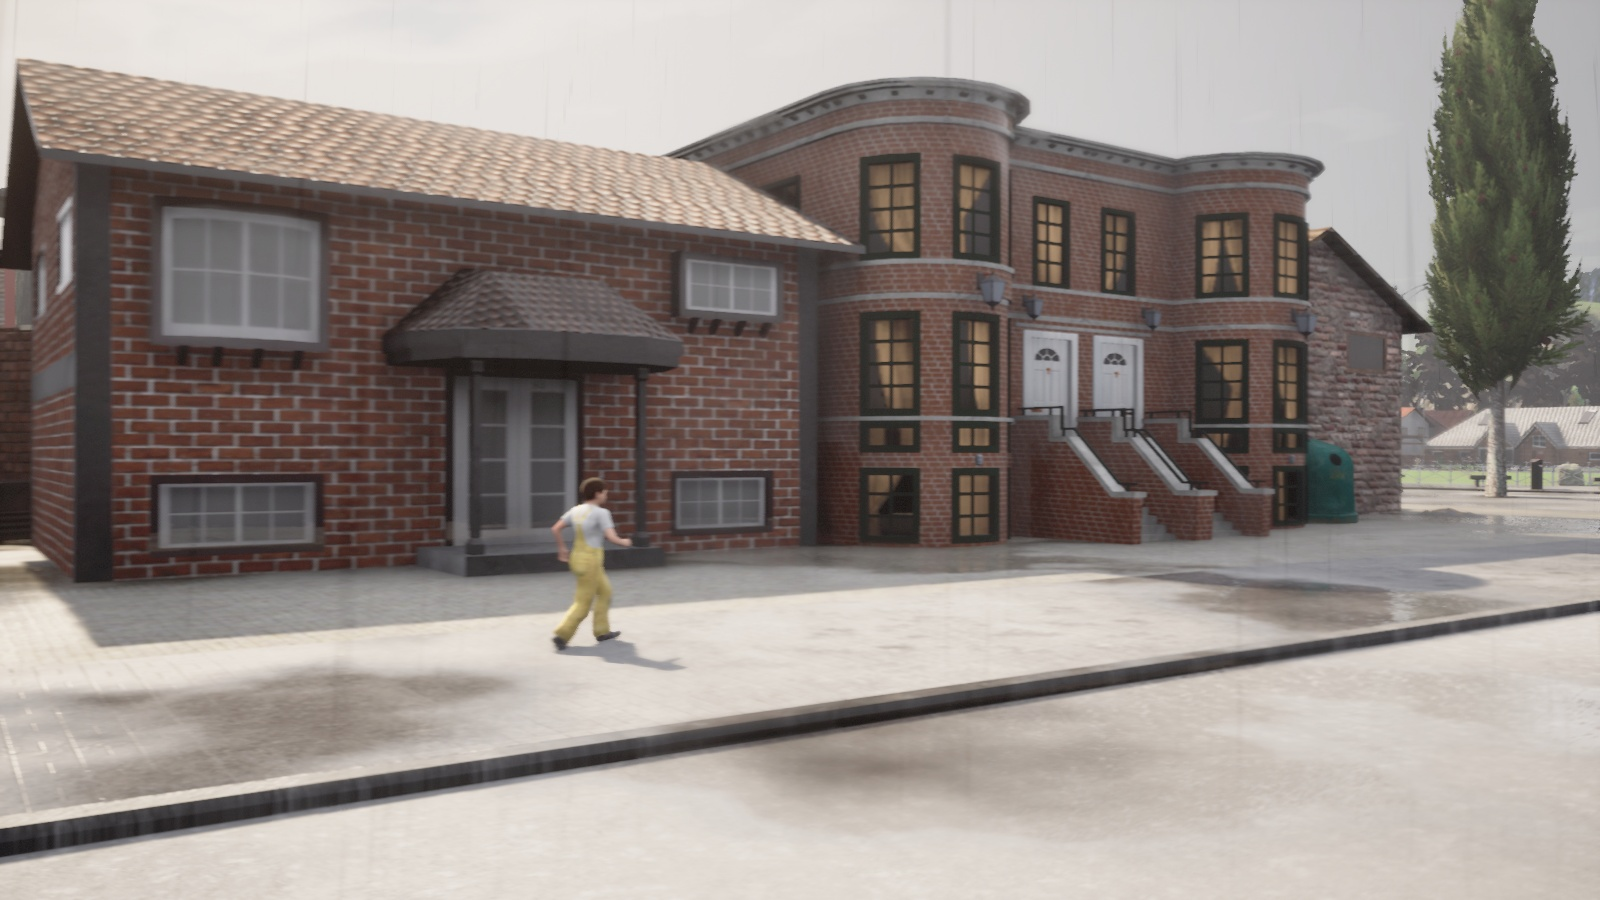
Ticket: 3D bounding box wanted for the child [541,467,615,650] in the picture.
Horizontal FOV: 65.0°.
[{"bbox_3d":[-1.582,0.759,8.960,0.437,1.263,0.270,0,0,-39],"label":"child"}]
